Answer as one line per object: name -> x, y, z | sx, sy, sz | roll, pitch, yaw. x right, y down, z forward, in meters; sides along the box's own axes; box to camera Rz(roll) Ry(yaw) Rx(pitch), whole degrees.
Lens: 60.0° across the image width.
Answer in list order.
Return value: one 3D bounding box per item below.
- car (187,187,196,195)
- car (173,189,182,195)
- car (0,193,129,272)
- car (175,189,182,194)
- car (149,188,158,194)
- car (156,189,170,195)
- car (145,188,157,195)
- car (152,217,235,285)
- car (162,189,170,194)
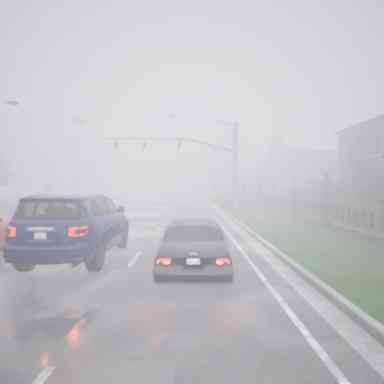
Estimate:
car -> -0.154, -0.201, 82.765 | 2.150, 2.045, 5.566 | 0, 1, 0
car -> -3.654, 0.052, 82.732 | 1.882, 1.535, 5.008 | 0, 1, 0
car -> -3.453, 1.044, 10.283 | 2.150, 2.045, 5.566 | 0, 1, 0
car -> -3.673, -0.168, 93.180 | 1.895, 1.301, 4.718 | 0, 1, 0
car -> -10.673, -0.285, 93.135 | 1.882, 1.535, 5.008 | 0, 1, 0
car -> -7.154, 0.163, 83.175 | 1.895, 1.301, 4.718 | 0, 1, 0
car -> -10.654, 0.093, 83.137 | 1.812, 1.442, 4.674 | 0, 1, 0
car -> 0.040, 1.389, 9.134 | 2.033, 1.411, 5.357 | 0, 1, 0
car -> -7.173, -0.210, 93.143 | 1.994, 1.385, 4.181 | 0, 1, 0
